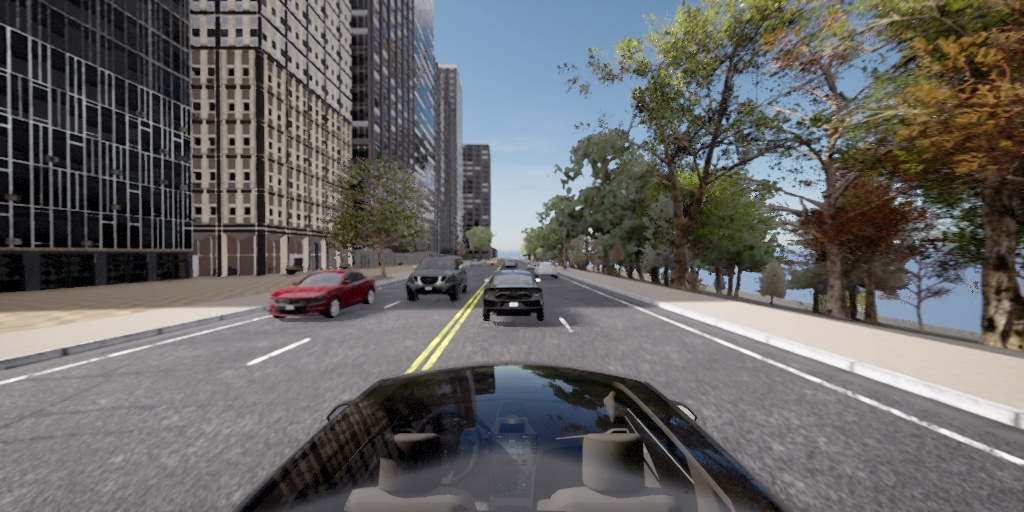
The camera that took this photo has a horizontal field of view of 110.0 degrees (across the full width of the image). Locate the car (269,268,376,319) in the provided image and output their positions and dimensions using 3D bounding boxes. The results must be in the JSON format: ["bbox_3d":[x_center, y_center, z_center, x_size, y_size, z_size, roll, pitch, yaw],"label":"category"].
[{"bbox_3d":[-6.681,1.253,13.236,1.882,1.535,5.008,0,1,-1],"label":"car"}]

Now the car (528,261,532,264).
[{"bbox_3d":[2.938,1.358,47.856,1.895,1.301,4.718,0,0,0],"label":"car"}]

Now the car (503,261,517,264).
[{"bbox_3d":[-0.203,1.267,36.601,1.837,1.490,4.892,0,1,0],"label":"car"}]

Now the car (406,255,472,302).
[{"bbox_3d":[-3.468,0.985,17.597,2.150,2.045,5.566,0,0,0],"label":"car"}]

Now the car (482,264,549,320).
[{"bbox_3d":[0.024,1.229,12.665,1.882,1.535,5.008,0,0,-1],"label":"car"}]

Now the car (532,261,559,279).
[{"bbox_3d":[3.065,1.273,32.870,1.812,1.442,4.674,0,0,0],"label":"car"}]
